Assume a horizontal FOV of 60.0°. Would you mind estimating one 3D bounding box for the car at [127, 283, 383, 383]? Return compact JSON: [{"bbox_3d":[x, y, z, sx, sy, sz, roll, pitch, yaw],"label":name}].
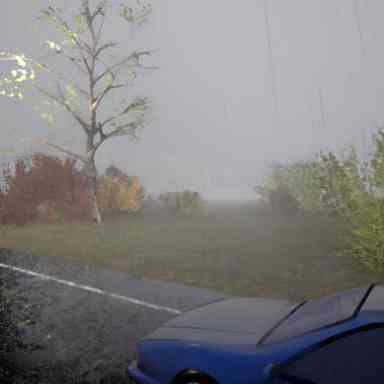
[{"bbox_3d":[1.939,1.549,2.618,5.357,1.411,2.033,0,0,36],"label":"car"}]
